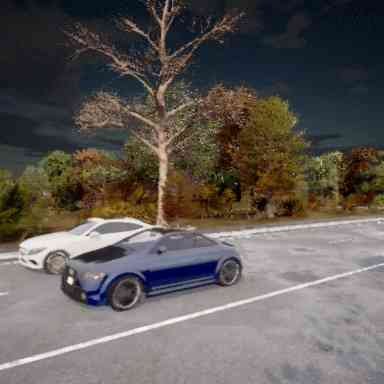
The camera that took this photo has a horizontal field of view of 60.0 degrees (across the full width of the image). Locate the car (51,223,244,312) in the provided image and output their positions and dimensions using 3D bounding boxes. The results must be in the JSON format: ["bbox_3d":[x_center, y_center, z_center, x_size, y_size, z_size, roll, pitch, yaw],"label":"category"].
[{"bbox_3d":[-0.787,1.565,7.756,4.181,1.385,1.994,0,0,-36],"label":"car"}]

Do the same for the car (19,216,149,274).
[{"bbox_3d":[-2.871,1.529,10.569,4.674,1.442,1.812,0,0,-36],"label":"car"}]
